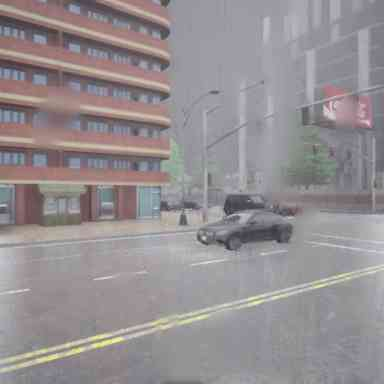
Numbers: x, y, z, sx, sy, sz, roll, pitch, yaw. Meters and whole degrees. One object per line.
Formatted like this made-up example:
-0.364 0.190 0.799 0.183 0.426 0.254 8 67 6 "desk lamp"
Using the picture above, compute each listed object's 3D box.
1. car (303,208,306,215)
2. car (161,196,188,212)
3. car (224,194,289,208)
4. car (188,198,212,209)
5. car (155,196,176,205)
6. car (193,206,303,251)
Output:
7.824 1.596 29.908 1.895 1.301 4.718 0 0 -35 "car"
-2.868 1.347 39.073 2.097 1.767 4.553 0 0 -35 "car"
4.979 1.217 27.868 2.150 2.045 5.566 0 0 -35 "car"
0.433 1.487 40.463 2.128 1.511 4.902 0 0 -35 "car"
-4.919 1.520 60.662 1.812 1.442 4.674 0 0 -35 "car"
2.384 1.524 14.143 4.674 1.442 1.812 0 0 -35 "car"
